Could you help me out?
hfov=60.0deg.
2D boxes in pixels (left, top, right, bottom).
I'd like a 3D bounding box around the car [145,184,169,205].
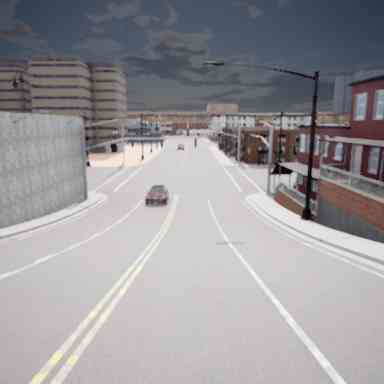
[{"bbox_3d":[-3.505,0.176,33.806,2.097,1.767,4.553,0,9,0],"label":"car"}]
